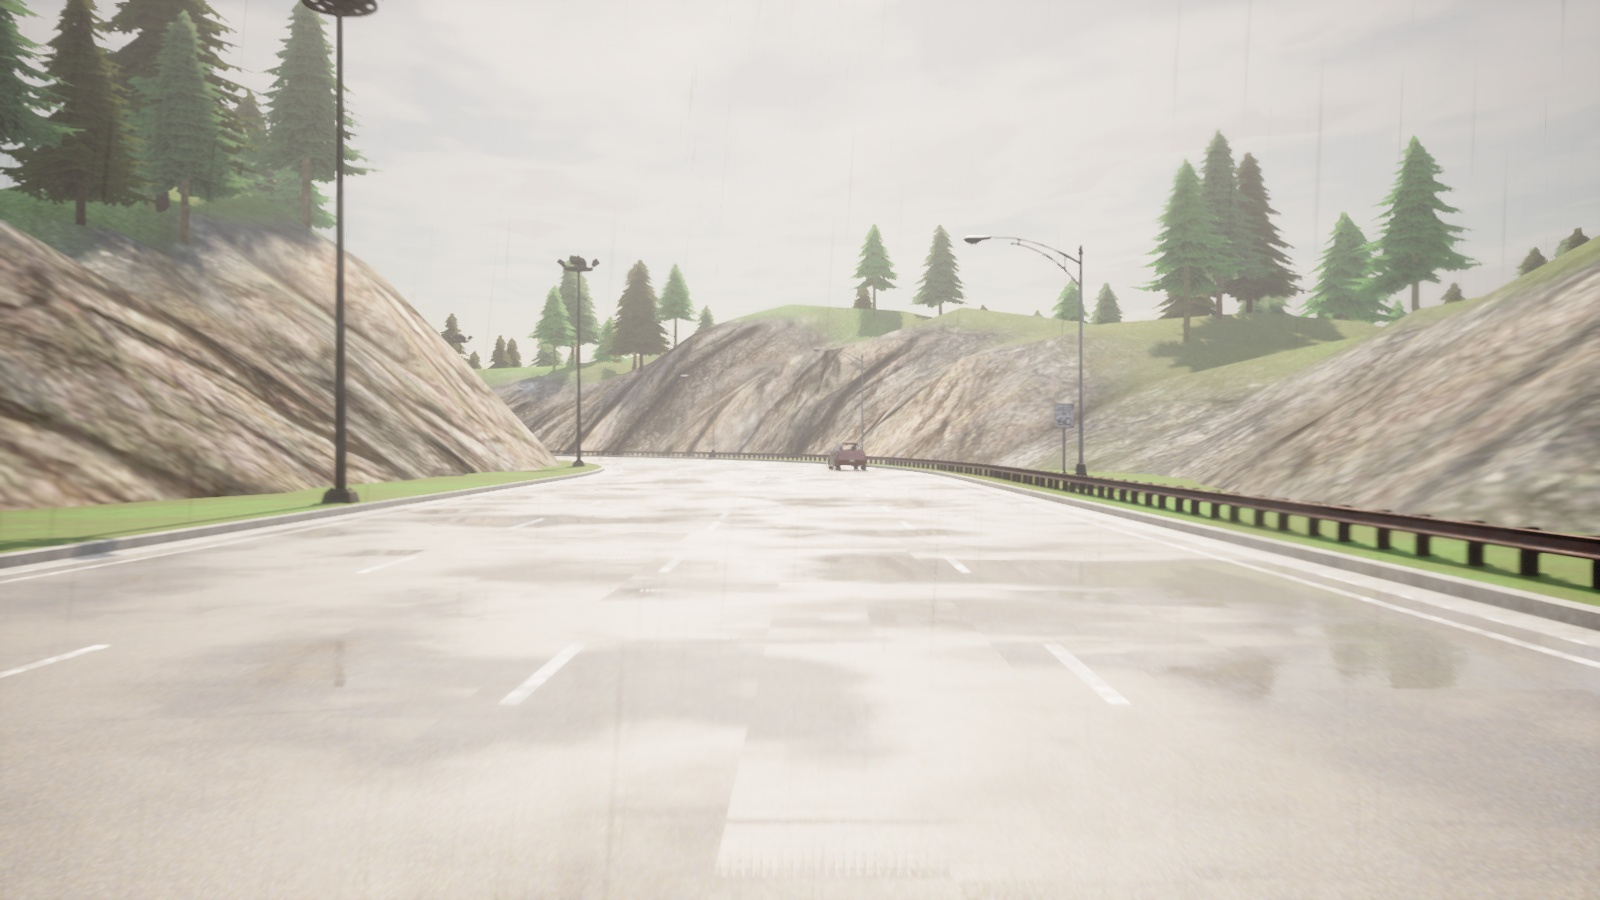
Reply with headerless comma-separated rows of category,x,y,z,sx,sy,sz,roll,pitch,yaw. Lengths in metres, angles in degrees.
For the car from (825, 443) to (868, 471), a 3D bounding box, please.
car,2.526,0.377,69.066,1.845,1.501,3.633,0,0,-7
